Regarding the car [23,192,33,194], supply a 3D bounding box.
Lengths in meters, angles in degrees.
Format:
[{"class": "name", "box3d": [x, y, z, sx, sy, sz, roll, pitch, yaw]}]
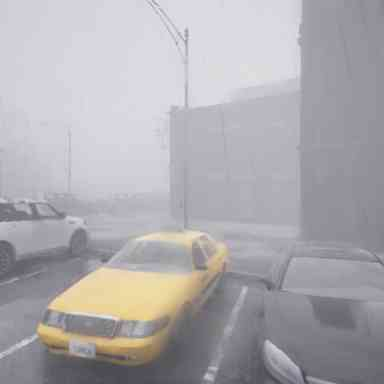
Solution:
[{"class": "car", "box3d": [-21.530, 1.033, 44.398, 5.566, 2.045, 2.435, 0, 0, 14]}]

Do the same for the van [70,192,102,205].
[{"class": "van", "box3d": [-16.538, 1.062, 51.937, 4.442, 1.987, 1.878, 0, 0, 14]}]

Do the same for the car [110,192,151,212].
[{"class": "car", "box3d": [-7.585, 1.113, 34.763, 5.566, 2.045, 2.435, 1, 1, 14]}]

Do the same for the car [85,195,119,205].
[{"class": "car", "box3d": [-14.735, 1.288, 54.421, 4.892, 1.521, 2.231, 0, -1, 14]}]

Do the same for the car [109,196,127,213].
[{"class": "car", "box3d": [-9.245, 1.393, 32.303, 4.792, 1.488, 2.163, 1, 1, 14]}]

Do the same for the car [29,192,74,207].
[{"class": "car", "box3d": [-19.782, 1.033, 46.910, 5.566, 2.045, 2.435, 0, -1, 14]}]

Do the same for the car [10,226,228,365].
[{"class": "car", "box3d": [-0.512, 1.460, 6.325, 1.946, 1.575, 5.366, 1, 0, 15]}]

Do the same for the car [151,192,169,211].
[{"class": "car", "box3d": [-5.927, 1.114, 37.213, 5.566, 2.045, 2.435, 1, 1, 14]}]

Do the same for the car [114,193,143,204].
[{"class": "car", "box3d": [-11.316, 1.162, 59.412, 4.553, 1.767, 2.185, -1, 0, 14]}]

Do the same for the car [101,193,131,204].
[{"class": "car", "box3d": [-13.006, 1.162, 56.898, 4.553, 1.767, 2.185, 0, 0, 14]}]

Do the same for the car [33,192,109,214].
[{"class": "car", "box3d": [-10.843, 1.112, 29.863, 5.566, 2.045, 2.435, 1, 0, 14]}]

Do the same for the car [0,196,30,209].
[{"class": "car", "box3d": [-23.220, 1.313, 41.890, 4.792, 1.488, 2.163, 0, 0, 14]}]

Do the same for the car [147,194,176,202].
[{"class": "car", "box3d": [-6.084, 1.283, 66.891, 5.366, 1.575, 1.946, 0, -1, 14]}]

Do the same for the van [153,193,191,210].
[{"class": "van", "box3d": [-2.470, 1.143, 42.091, 4.442, 1.987, 1.878, 1, 0, 14]}]

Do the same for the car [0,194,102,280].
[{"class": "car", "box3d": [-5.361, 1.184, 10.018, 2.435, 2.045, 5.566, 0, -1, 15]}]

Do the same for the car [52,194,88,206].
[{"class": "car", "box3d": [-18.146, 1.161, 49.423, 4.553, 1.767, 2.185, -1, -1, 14]}]

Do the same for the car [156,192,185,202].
[{"class": "car", "box3d": [-4.544, 1.036, 69.425, 5.566, 2.045, 2.435, 0, -1, 14]}]

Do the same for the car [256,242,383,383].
[{"class": "car", "box3d": [1.987, 1.520, 4.764, 2.002, 1.452, 4.674, 1, 0, 15]}]

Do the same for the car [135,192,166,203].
[{"class": "car", "box3d": [-7.989, 1.037, 64.436, 5.566, 2.045, 2.435, 0, 0, 14]}]
